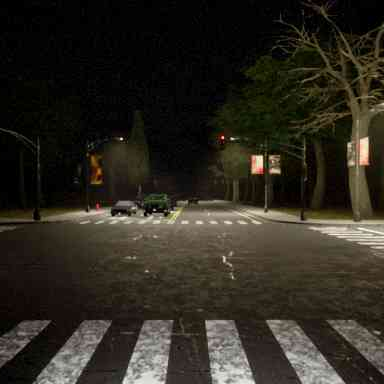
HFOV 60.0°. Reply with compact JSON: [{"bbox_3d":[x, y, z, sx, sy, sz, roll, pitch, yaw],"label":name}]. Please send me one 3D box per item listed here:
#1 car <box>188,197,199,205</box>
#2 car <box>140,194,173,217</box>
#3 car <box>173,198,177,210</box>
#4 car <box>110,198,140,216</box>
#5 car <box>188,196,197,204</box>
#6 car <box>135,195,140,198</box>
[{"bbox_3d":[0.221,1.674,62.231,2.128,1.511,4.902,0,0,0],"label":"car"},{"bbox_3d":[-3.289,1.241,32.085,2.150,2.045,5.566,0,0,0],"label":"car"},{"bbox_3d":[-3.262,1.609,41.496,1.994,1.385,4.181,0,0,1],"label":"car"},{"bbox_3d":[-6.538,1.567,32.631,2.033,1.411,5.357,0,0,0],"label":"car"},{"bbox_3d":[0.190,1.741,72.598,1.882,1.535,5.008,0,0,0],"label":"car"},{"bbox_3d":[-6.510,1.290,46.043,2.150,2.045,5.566,0,-1,0],"label":"car"}]
